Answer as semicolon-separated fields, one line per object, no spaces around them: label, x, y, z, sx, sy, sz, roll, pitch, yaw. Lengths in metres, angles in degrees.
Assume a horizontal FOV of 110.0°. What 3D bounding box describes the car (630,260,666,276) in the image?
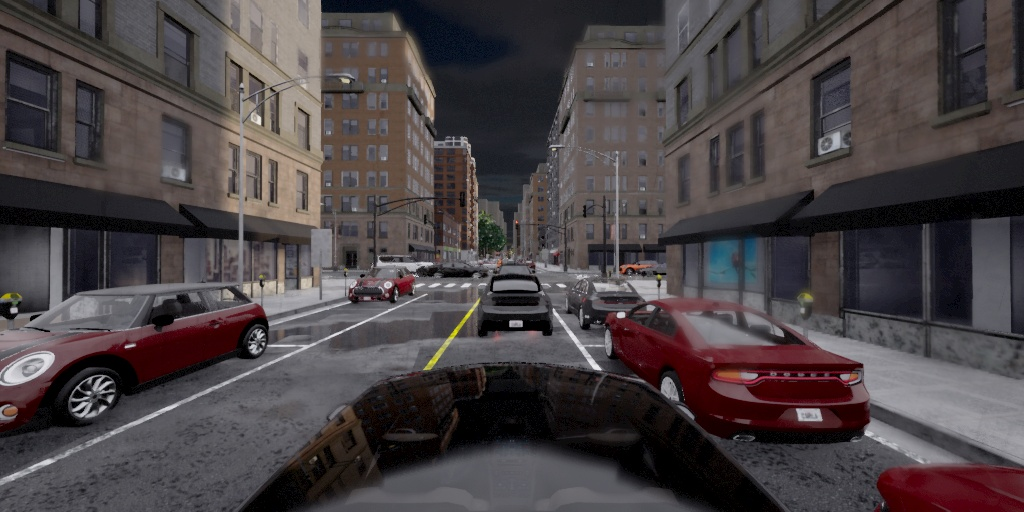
car;15.195;1.394;36.062;5.357;1.411;2.033;0;0;0

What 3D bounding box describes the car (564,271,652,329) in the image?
car;2.685;1.303;10.949;2.007;1.370;4.403;0;0;0

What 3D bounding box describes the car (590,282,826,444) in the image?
car;2.676;1.296;5.457;1.888;1.381;4.507;0;0;0

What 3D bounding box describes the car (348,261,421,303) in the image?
car;-5.832;1.194;16.451;1.967;1.591;4.097;0;0;0

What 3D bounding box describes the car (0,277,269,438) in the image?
car;-5.851;1.190;5.464;1.967;1.591;4.097;0;0;0

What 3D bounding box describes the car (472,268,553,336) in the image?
car;0.058;1.257;10.374;1.837;1.490;4.892;0;0;-1

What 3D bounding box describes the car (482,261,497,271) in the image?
car;-3.116;1.389;50.826;1.895;1.301;4.718;0;0;0

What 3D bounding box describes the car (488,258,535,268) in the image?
car;0.123;1.107;17.788;2.097;1.767;4.553;0;0;0

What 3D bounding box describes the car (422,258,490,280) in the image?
car;-4.414;1.181;29.284;5.008;1.535;1.882;0;0;0

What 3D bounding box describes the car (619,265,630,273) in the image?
car;14.030;1.221;39.324;4.553;1.767;2.097;0;0;0

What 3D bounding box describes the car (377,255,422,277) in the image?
car;-9.958;0.936;33.105;5.566;2.045;2.150;0;0;-10

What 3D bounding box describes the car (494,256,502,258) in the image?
car;-3.162;1.158;60.798;2.097;1.767;4.553;0;0;0
